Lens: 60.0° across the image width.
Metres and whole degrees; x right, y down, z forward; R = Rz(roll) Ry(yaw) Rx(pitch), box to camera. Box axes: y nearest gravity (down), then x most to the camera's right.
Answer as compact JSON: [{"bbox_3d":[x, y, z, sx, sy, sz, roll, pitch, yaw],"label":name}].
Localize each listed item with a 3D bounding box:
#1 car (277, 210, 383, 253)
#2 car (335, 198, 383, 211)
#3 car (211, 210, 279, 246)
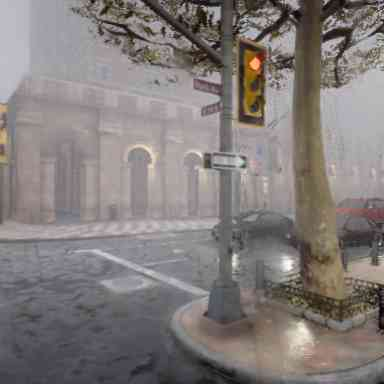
[{"bbox_3d":[6.259,1.667,13.968,5.357,1.411,2.033,1,0,-35],"label":"car"},{"bbox_3d":[10.782,1.414,21.432,5.566,2.045,2.150,1,0,-35],"label":"car"},{"bbox_3d":[3.088,1.633,16.005,4.674,1.442,1.812,1,0,-35],"label":"car"}]
